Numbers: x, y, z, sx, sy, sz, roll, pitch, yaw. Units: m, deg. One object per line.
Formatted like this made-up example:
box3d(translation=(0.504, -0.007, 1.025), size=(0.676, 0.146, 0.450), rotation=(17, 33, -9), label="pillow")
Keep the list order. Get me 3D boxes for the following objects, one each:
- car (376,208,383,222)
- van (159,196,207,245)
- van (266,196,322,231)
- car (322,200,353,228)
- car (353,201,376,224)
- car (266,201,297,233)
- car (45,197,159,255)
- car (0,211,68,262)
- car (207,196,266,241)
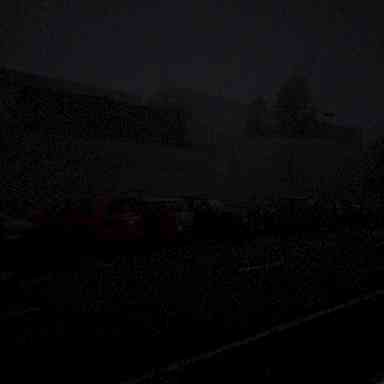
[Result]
box3d(translation=(12.704, 1.457, 25.607), size=(4.792, 1.488, 2.163), rotation=(-1, -1, 35), label="car")
box3d(translation=(-1.820, 1.254, 15.166), size=(4.442, 1.987, 1.878), rotation=(-1, -1, 35), label="van")
box3d(translation=(5.272, 1.231, 20.482), size=(4.442, 1.987, 1.878), rotation=(-1, 0, 35), label="van")
box3d(translation=(7.825, 1.320, 22.130), size=(4.553, 1.767, 2.185), rotation=(-1, 0, 35), label="car")
box3d(translation=(10.233, 1.477, 23.873), size=(4.674, 1.452, 2.002), rotation=(-1, 0, 35), label="car")
box3d(translation=(2.946, 1.465, 18.682), size=(4.892, 1.521, 2.231), rotation=(-1, 0, 35), label="car")
box3d(translation=(-4.377, 1.239, 13.510), size=(5.566, 2.045, 2.435), rotation=(-1, 0, 35), label="car")
box3d(translation=(-6.778, 1.533, 11.760), size=(4.674, 1.452, 2.002), rotation=(-1, 0, 35), label="car")
box3d(translation=(0.537, 1.221, 16.947), size=(5.566, 2.045, 2.435), rotation=(-1, -1, 35), label="car")
